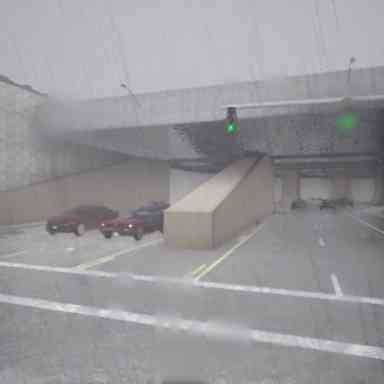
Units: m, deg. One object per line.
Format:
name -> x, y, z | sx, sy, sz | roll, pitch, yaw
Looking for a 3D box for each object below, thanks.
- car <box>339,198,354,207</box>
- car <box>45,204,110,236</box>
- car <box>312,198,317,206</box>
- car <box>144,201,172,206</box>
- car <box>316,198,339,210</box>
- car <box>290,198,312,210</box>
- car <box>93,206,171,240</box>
car -> 23.561, 1.617, 51.960 | 4.674, 1.442, 1.812 | 0, 0, -42
car -> -5.957, 1.475, 18.722 | 1.882, 1.535, 5.008 | 0, 0, 19
car -> 19.883, 1.608, 53.164 | 1.812, 1.442, 4.674 | 0, 0, 44
car -> -2.961, 1.502, 27.624 | 2.128, 1.511, 4.902 | 0, 0, 19
car -> 17.781, 1.619, 43.438 | 2.033, 1.411, 5.357 | 0, 0, 24
car -> 14.294, 1.611, 44.178 | 2.033, 1.411, 5.357 | 0, 0, 25
car -> -2.772, 1.605, 17.216 | 1.895, 1.301, 4.718 | 0, 0, 19
